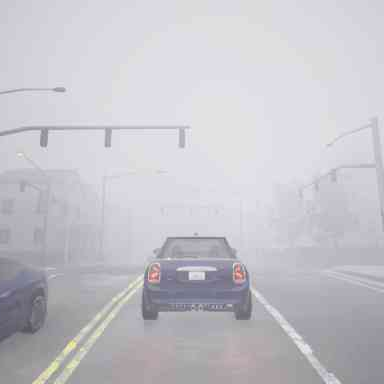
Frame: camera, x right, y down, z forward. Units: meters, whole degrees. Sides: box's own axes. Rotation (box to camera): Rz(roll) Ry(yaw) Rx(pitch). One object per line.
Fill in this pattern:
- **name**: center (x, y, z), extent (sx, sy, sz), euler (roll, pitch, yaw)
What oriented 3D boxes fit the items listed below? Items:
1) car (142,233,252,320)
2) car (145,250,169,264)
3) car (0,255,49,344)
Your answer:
- **car**: center (0.084, 1.806, 8.236), extent (2.097, 1.767, 4.553), euler (0, -7, 0)
- **car**: center (-3.672, 6.947, 35.653), extent (2.033, 1.411, 5.357), euler (0, -11, 0)
- **car**: center (-3.597, 1.657, 4.585), extent (1.812, 1.442, 4.674), euler (0, -3, 0)
